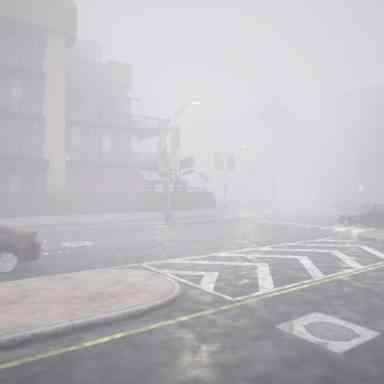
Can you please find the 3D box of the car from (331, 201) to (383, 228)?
[{"bbox_3d":[12.082,1.547,22.364,5.357,1.411,2.033,0,0,-29],"label":"car"}]

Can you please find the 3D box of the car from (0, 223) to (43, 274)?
[{"bbox_3d":[-6.786,1.478,8.976,5.008,1.535,1.882,0,0,-36],"label":"car"}]

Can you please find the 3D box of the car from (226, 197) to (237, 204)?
[{"bbox_3d":[6.128,1.601,61.550,1.895,1.301,4.718,0,0,-35],"label":"car"}]

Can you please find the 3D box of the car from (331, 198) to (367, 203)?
[{"bbox_3d":[19.905,1.491,41.826,2.128,1.511,4.902,0,0,-35],"label":"car"}]

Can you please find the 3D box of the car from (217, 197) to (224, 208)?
[{"bbox_3d":[2.118,1.491,48.623,2.128,1.511,4.902,0,0,-35],"label":"car"}]
